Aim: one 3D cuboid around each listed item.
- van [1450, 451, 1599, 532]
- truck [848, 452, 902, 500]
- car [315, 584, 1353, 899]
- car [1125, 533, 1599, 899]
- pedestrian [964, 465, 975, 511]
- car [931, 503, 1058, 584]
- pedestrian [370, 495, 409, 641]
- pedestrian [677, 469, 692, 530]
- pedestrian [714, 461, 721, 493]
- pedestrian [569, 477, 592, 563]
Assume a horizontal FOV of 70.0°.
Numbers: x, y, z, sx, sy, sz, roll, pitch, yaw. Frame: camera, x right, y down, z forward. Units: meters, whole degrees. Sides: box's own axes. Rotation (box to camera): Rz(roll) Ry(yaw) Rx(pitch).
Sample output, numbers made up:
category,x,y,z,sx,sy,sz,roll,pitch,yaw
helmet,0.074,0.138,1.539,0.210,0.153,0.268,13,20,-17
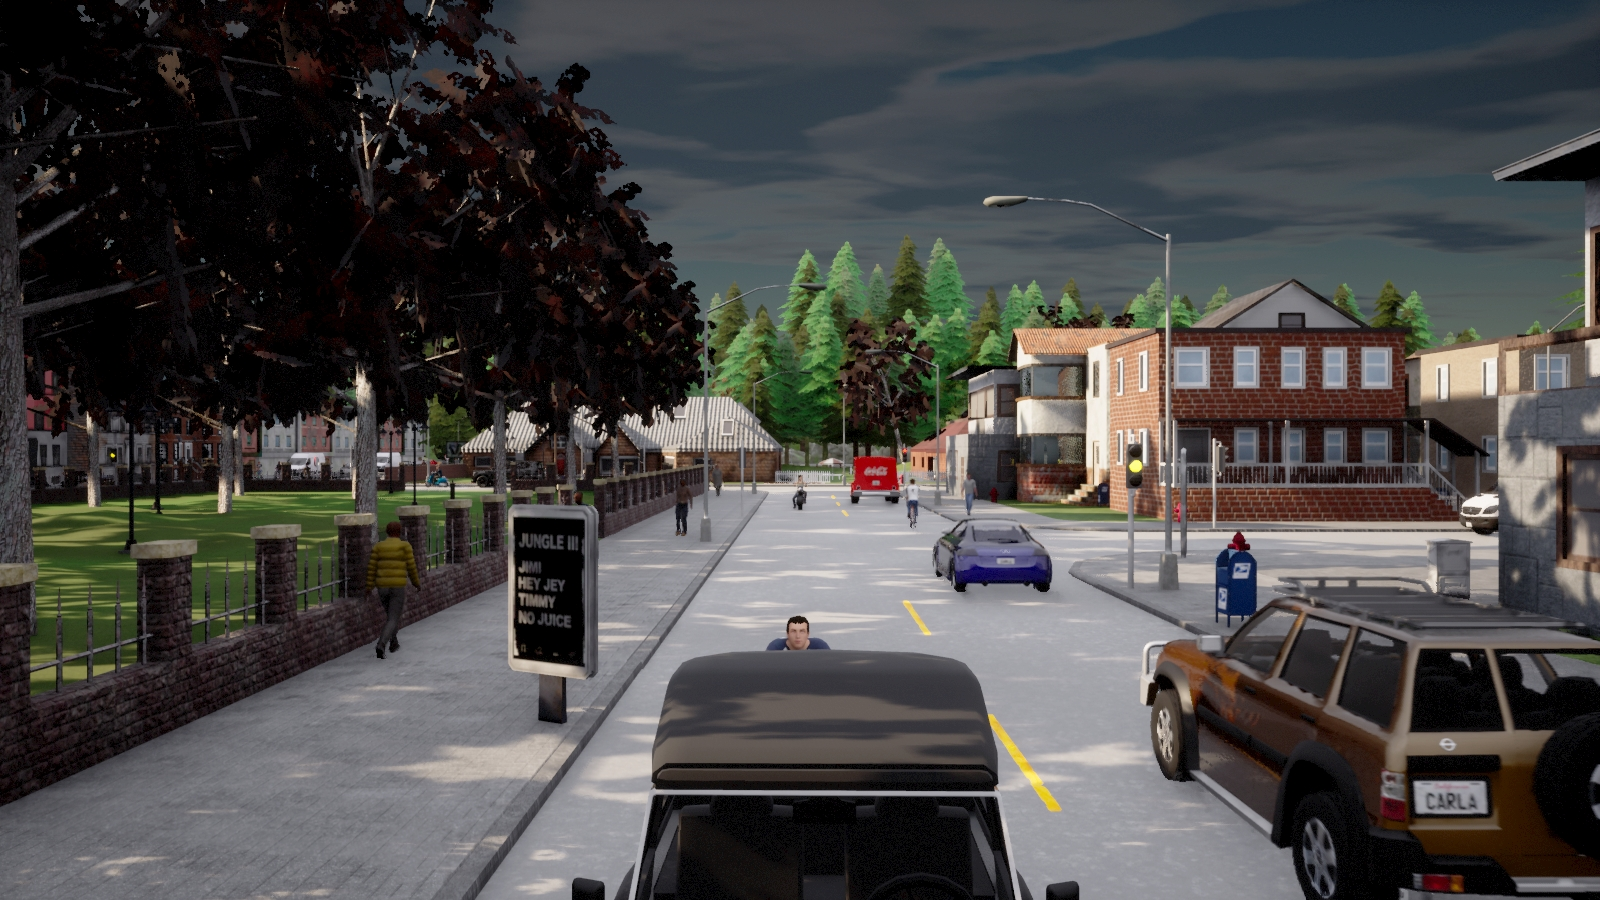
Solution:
category,x,y,z,sx,sy,sz,roll,pitch,yaw
van,24.712,1.329,37.232,5.915,2.561,1.988,0,0,0
truck,3.969,1.372,61.570,2.627,2.467,5.204,0,0,1
car,0.090,1.640,4.031,1.905,1.878,3.866,0,0,1
car,3.944,1.644,8.158,1.932,1.855,4.605,0,-1,0
pedestrian,6.869,1.534,46.309,0.375,1.860,0.375,0,0,15
car,4.001,1.909,24.200,1.994,1.385,4.181,0,0,0
pedestrian,-5.364,1.531,14.925,0.375,1.860,0.375,0,0,0
pedestrian,-3.606,1.540,35.573,0.375,1.860,0.375,0,0,12
pedestrian,-4.783,1.552,66.286,0.375,1.860,0.375,0,0,-5
pedestrian,-4.838,1.535,25.182,0.375,1.860,0.375,0,0,15
